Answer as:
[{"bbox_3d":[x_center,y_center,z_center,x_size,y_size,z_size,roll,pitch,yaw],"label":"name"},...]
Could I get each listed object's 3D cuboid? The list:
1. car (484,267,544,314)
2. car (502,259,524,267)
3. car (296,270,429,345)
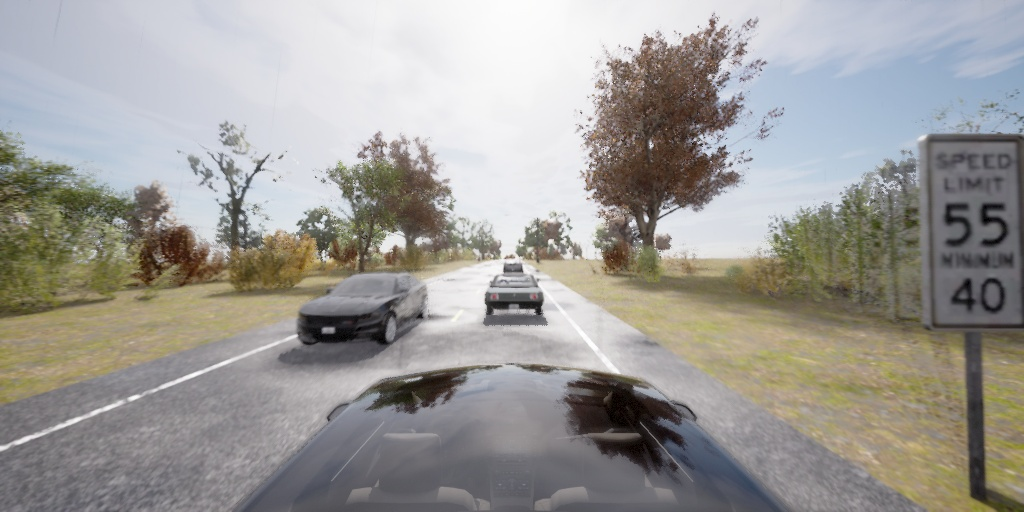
[{"bbox_3d":[0.078,1.260,13.247,1.895,1.301,4.718,0,0,0],"label":"car"},{"bbox_3d":[0.101,1.013,34.757,2.128,1.511,4.902,0,0,0],"label":"car"},{"bbox_3d":[-3.576,1.165,9.508,1.882,1.535,5.008,0,1,0],"label":"car"}]
